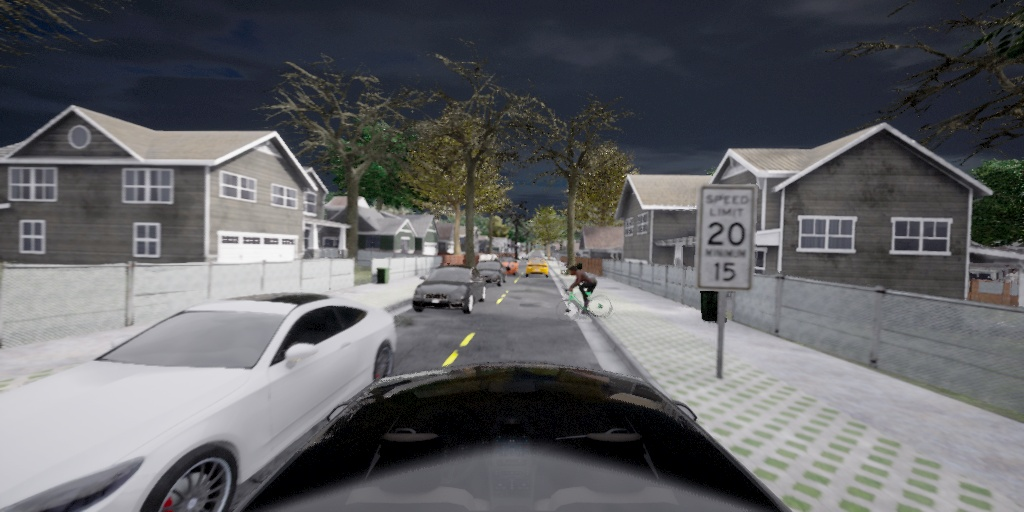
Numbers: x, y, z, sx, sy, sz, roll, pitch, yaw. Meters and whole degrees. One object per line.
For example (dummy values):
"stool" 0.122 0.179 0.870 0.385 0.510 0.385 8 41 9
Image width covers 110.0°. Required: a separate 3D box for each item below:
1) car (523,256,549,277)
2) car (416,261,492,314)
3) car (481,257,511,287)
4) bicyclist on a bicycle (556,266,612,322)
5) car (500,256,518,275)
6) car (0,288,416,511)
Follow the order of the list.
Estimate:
"car" 2.303 1.013 32.627 1.882 1.535 5.008 2 0 4
"car" -2.106 1.092 13.154 1.837 1.490 4.892 2 1 4
"car" -1.398 1.023 22.548 1.837 1.490 4.892 2 1 4
"bicyclist on a bicycle" 2.040 1.092 10.518 1.656 1.620 0.582 -8 0 4
"car" -0.566 0.802 33.201 2.097 1.767 4.553 2 1 5
"car" -2.798 1.182 3.914 1.812 1.442 4.674 2 1 4
